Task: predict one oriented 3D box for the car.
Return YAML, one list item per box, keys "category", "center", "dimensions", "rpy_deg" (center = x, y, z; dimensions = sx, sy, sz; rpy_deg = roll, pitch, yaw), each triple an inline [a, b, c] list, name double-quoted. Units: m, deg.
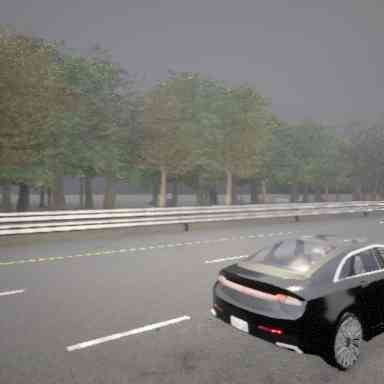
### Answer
- category: "car"
  center: [2.588, 1.493, 5.717]
  dimensions: [4.902, 1.511, 2.128]
  rpy_deg: [0, 0, -35]
